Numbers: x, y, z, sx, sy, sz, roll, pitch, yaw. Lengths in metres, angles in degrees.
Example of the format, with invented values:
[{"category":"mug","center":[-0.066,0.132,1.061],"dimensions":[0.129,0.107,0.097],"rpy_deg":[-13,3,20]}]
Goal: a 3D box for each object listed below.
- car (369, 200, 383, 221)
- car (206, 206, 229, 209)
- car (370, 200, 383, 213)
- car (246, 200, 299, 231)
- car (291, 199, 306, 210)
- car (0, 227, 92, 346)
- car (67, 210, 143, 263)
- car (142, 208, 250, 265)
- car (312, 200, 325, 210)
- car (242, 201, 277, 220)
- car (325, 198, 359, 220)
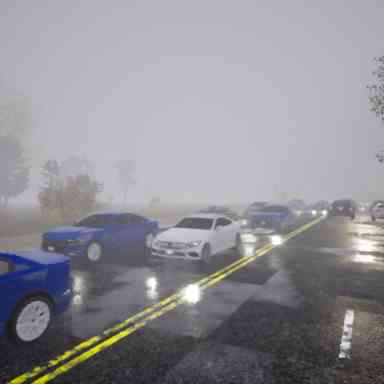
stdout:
[{"category":"car","center":[16.035,1.665,27.707],"dimensions":[1.812,1.442,4.674],"rpy_deg":[0,0,28]},{"category":"car","center":[1.476,1.589,21.115],"dimensions":[1.994,1.385,4.181],"rpy_deg":[0,0,28]},{"category":"car","center":[22.912,1.724,40.766],"dimensions":[1.812,1.442,4.674],"rpy_deg":[0,0,28]},{"category":"car","center":[5.233,1.531,21.277],"dimensions":[1.882,1.535,5.008],"rpy_deg":[0,0,27]},{"category":"car","center":[14.285,1.641,45.425],"dimensions":[1.882,1.535,5.008],"rpy_deg":[0,0,28]},{"category":"car","center":[-3.795,1.450,4.031],"dimensions":[1.882,1.535,5.008],"rpy_deg":[0,0,28]},{"category":"car","center":[-3.128,1.461,12.324],"dimensions":[1.882,1.535,5.008],"rpy_deg":[0,0,28]},{"category":"car","center":[0.406,1.536,12.075],"dimensions":[1.812,1.442,4.674],"rpy_deg":[0,0,28]},{"category":"car","center":[17.165,1.750,43.919],"dimensions":[1.994,1.385,4.181],"rpy_deg":[0,0,28]},{"category":"car","center":[6.178,1.592,30.046],"dimensions":[1.812,1.442,4.674],"rpy_deg":[0,0,28]},{"category":"car","center":[13.490,1.472,29.807],"dimensions":[2.097,1.767,4.553],"rpy_deg":[0,0,28]}]
